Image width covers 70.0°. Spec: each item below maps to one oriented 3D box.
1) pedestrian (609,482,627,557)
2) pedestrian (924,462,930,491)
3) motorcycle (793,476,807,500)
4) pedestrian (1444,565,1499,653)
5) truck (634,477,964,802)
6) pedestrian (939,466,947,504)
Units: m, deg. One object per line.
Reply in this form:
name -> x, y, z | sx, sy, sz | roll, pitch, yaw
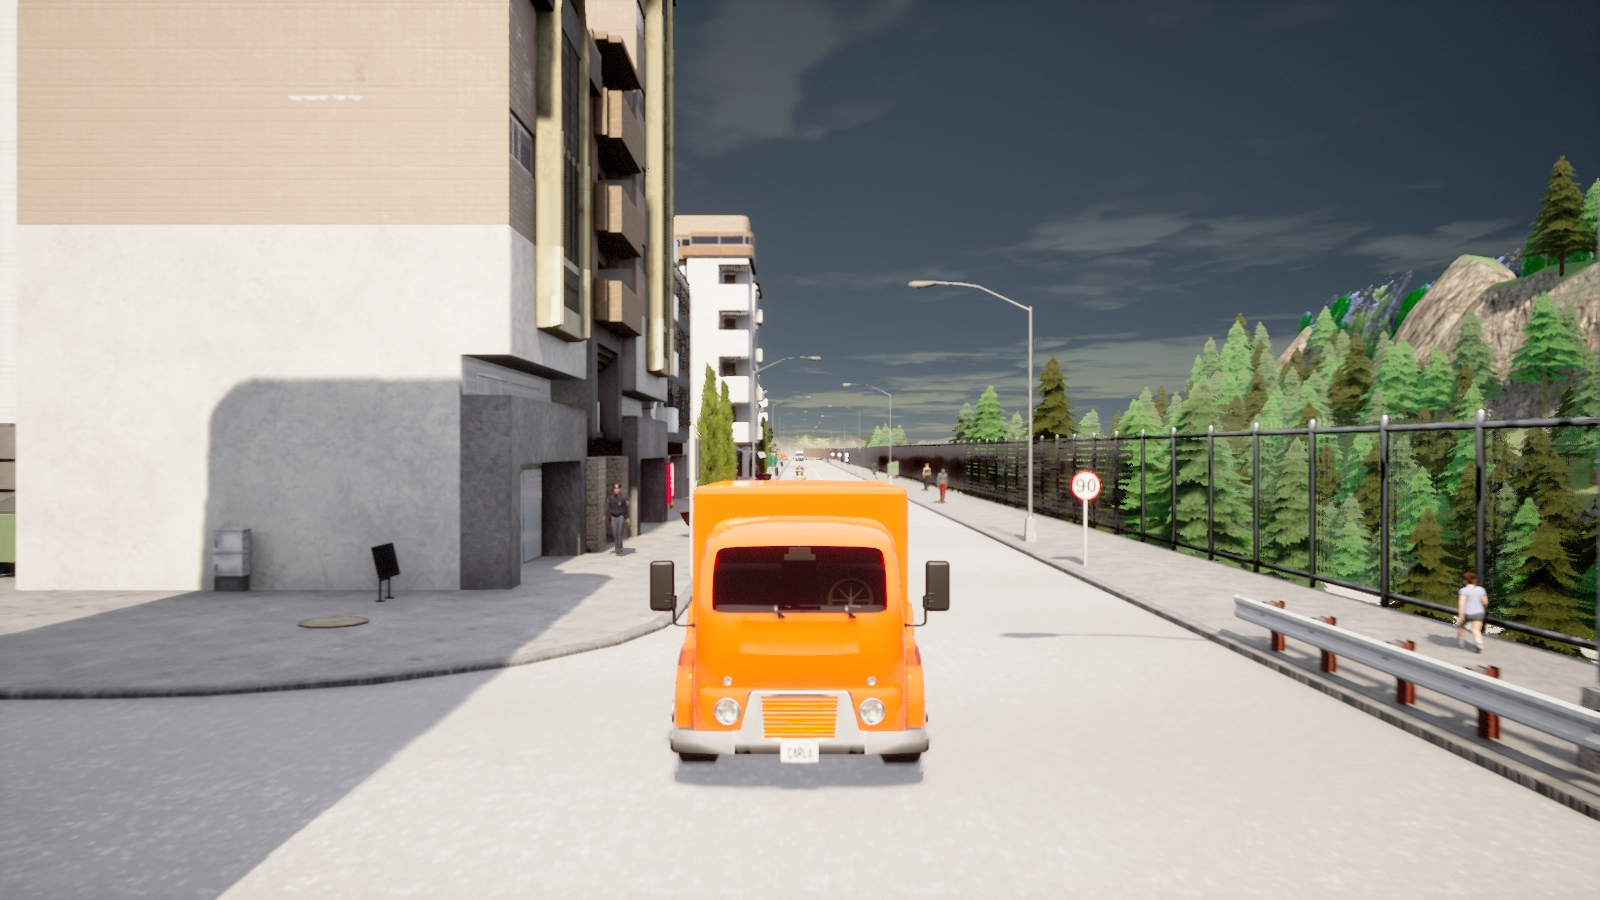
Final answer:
pedestrian -> -4.577, 1.747, 28.799 | 0.375, 1.860, 0.375 | 0, 0, 3
pedestrian -> 8.289, 1.745, 74.630 | 0.375, 1.860, 0.375 | 0, 0, 0
motorcycle -> -0.017, 2.154, 65.363 | 0.764, 1.307, 2.356 | 0, 0, 0
pedestrian -> 9.018, 2.125, 15.347 | 0.500, 1.100, 0.500 | 0, 0, 12
truck -> 0.003, 1.568, 11.689 | 2.627, 2.467, 5.204 | 0, 0, 0
pedestrian -> 7.157, 1.745, 57.162 | 0.375, 1.860, 0.375 | 0, 0, -2
